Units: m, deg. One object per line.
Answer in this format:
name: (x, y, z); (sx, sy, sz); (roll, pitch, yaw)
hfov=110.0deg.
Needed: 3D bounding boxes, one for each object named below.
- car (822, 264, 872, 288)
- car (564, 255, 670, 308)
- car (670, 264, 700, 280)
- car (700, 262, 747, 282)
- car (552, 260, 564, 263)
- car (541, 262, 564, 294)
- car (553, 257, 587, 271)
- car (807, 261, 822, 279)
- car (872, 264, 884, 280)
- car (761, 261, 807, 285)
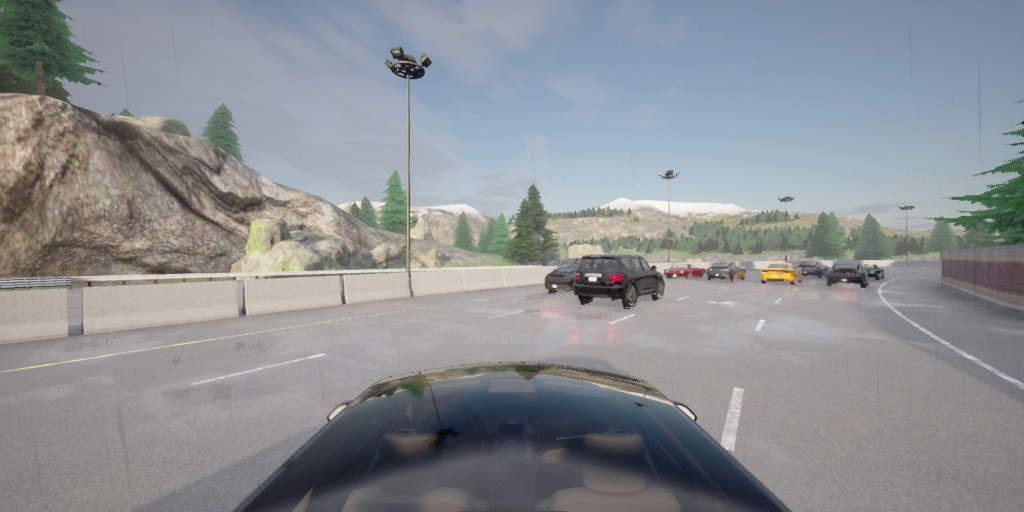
car: (22.503, 1.255, 24.013); (4.892, 1.490, 1.837); (0, 0, -43)
car: (4.714, 0.970, 15.410); (2.150, 2.045, 5.566); (0, 0, 39)
car: (15.376, 1.351, 31.760); (4.718, 1.301, 1.895); (0, 0, -43)
car: (17.242, 1.240, 28.697); (4.902, 1.511, 2.128); (0, 0, -44)
car: (7.532, 1.101, 43.776); (4.553, 1.767, 2.097); (0, 0, -41)
car: (3.666, 1.254, 19.545); (1.837, 1.490, 4.892); (0, 0, 40)
car: (7.894, 1.101, 48.762); (4.553, 1.767, 2.097); (0, 0, -41)
car: (27.777, 1.241, 33.140); (4.902, 1.511, 2.128); (0, 0, -39)
car: (30.459, 1.351, 30.829); (4.718, 1.301, 1.895); (0, 0, -39)
car: (19.817, 1.228, 26.289); (5.008, 1.535, 1.882); (0, 0, -44)
